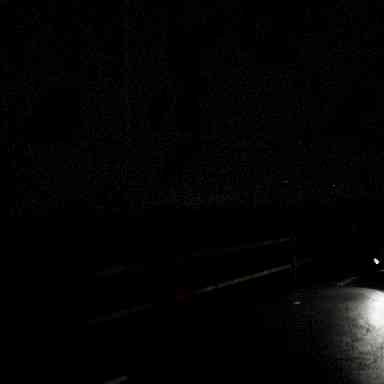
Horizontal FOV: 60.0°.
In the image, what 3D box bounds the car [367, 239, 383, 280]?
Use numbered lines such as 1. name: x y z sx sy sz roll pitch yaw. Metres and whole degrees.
1. car: 6.728 1.532 9.124 5.357 1.411 2.033 0 -1 -42
